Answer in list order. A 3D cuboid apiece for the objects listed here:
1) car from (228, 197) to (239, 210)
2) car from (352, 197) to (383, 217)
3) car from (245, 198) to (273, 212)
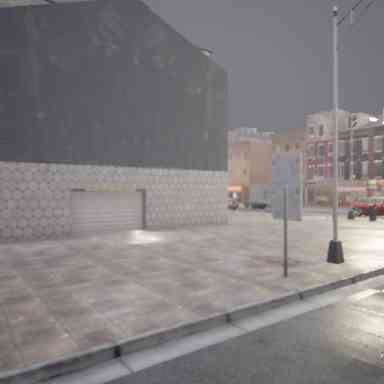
[{"bbox_3d":[3.419,1.258,40.009,2.192,1.841,5.009,0,0,-36],"label":"car"},{"bbox_3d":[15.644,1.229,27.344,2.097,1.767,4.553,0,0,-36],"label":"car"},{"bbox_3d":[8.151,1.411,37.770,2.128,1.511,4.902,0,0,-35],"label":"car"}]
